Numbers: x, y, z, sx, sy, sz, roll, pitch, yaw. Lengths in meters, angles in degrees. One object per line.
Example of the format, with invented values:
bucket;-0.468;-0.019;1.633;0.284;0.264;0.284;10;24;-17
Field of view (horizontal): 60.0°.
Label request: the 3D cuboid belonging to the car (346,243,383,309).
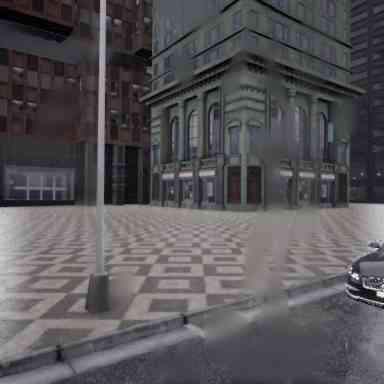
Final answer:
car;5.245;1.511;7.109;4.892;1.490;1.837;0;0;-35
